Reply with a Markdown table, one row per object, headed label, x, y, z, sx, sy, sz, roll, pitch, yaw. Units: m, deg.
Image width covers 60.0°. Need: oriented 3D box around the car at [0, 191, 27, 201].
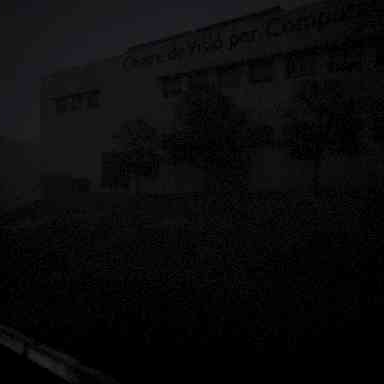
| label | x | y | z | sx | sy | sz | roll | pitch | yaw |
| --- | --- | --- | --- | --- | --- | --- | --- | --- | --- |
| car | -28.165 | 0.529 | 51.319 | 1.882 | 1.535 | 5.008 | 3 | 0 | 35 |
